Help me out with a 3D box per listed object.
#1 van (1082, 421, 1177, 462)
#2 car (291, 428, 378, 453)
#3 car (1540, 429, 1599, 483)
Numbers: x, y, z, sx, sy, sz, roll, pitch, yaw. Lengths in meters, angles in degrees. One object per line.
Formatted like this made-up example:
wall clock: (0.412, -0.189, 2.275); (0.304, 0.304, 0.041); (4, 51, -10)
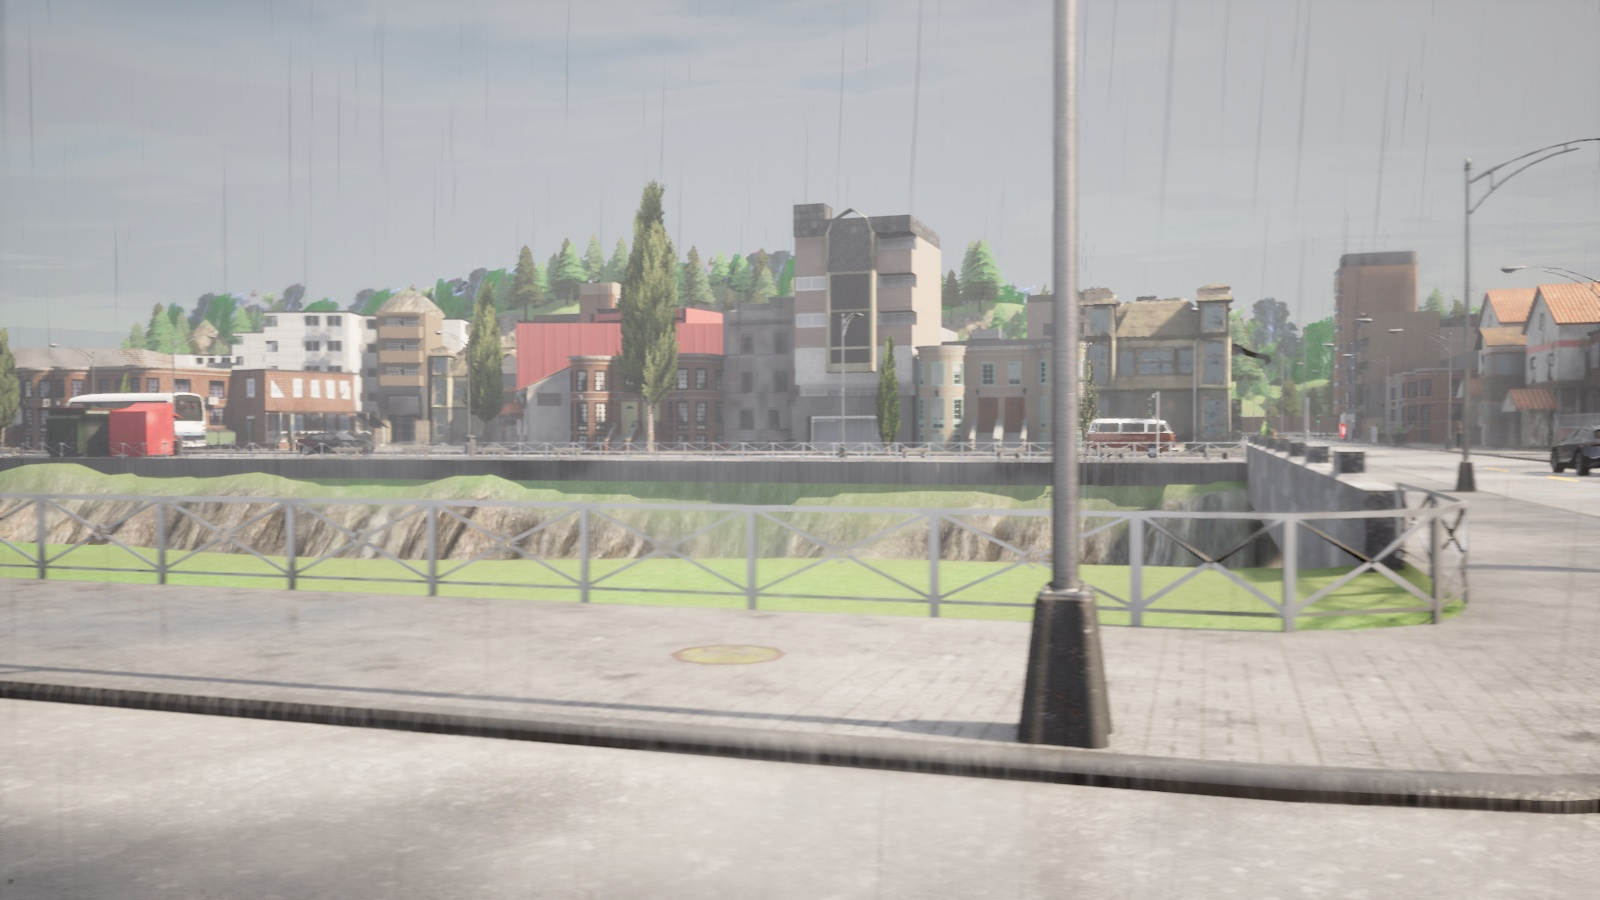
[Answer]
van: (16.591, -0.451, 63.229); (4.480, 2.038, 2.069); (1, 1, 18)
car: (-28.876, -0.602, 77.897); (5.008, 1.535, 1.882); (1, 1, 18)
car: (25.730, 0.165, 40.672); (2.033, 1.649, 4.856); (1, 1, 18)
